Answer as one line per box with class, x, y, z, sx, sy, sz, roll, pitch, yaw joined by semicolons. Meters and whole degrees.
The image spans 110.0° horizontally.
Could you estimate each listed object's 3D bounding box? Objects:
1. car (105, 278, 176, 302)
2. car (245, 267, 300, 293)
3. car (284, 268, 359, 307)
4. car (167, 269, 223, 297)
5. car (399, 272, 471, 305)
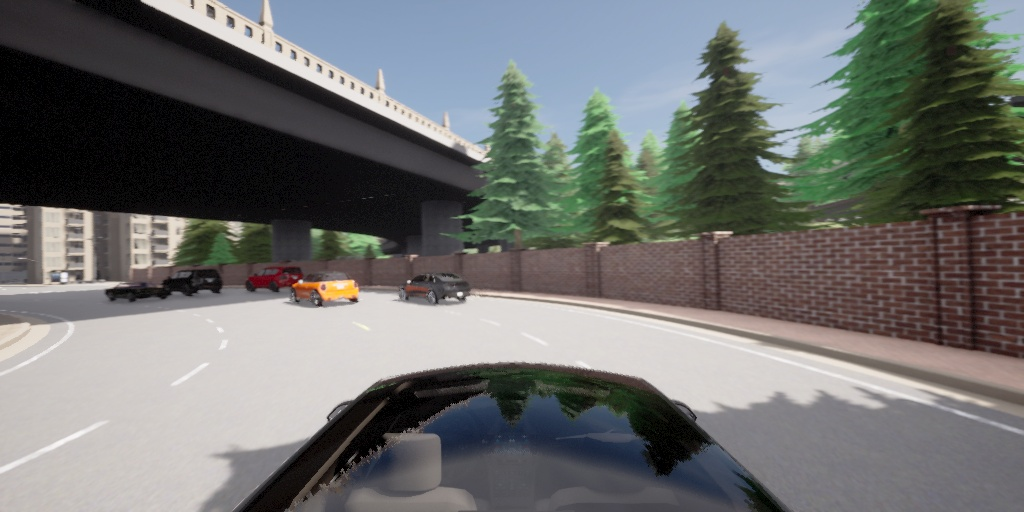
car;-26.120;2.463;25.048;4.718;1.301;1.895;-2;-1;25
car;-19.565;1.933;29.661;5.566;2.045;2.150;-2;-1;27
car;-10.219;1.642;19.423;4.553;1.767;2.097;-2;-1;41
car;-25.646;2.113;28.728;5.566;2.045;2.150;-2;-1;25
car;-4.113;1.595;18.589;1.837;1.490;4.892;-1;-1;-44
